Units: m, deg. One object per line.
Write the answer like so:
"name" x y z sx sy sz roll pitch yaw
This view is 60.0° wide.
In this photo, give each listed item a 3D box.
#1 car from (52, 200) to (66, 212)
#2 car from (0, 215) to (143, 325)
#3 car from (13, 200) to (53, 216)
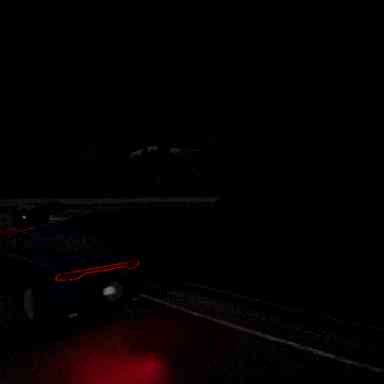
"car" -16.254 1.653 38.072 1.812 1.442 4.674 0 0 6
"car" -3.090 1.504 7.367 1.882 1.535 5.008 0 0 -44
"car" -12.433 1.607 25.909 1.812 1.442 4.674 0 0 -12
